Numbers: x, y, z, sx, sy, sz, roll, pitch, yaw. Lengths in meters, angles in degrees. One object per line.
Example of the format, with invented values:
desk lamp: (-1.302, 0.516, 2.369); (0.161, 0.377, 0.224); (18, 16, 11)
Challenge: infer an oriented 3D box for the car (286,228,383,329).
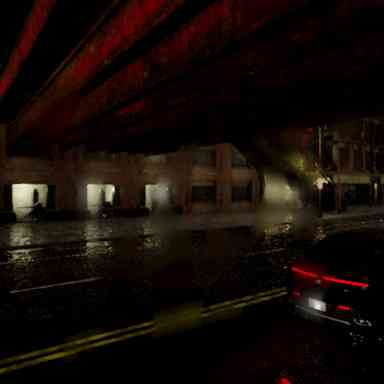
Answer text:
car: (3.932, 1.474, 6.584); (4.892, 1.490, 1.837); (-1, 1, -35)
